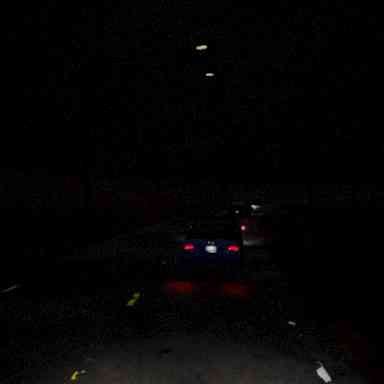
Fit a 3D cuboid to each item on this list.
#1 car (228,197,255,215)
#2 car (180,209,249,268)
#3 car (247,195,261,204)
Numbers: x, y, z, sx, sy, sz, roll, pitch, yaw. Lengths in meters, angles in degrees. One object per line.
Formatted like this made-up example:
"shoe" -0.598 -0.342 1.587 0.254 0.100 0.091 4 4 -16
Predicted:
"car" 4.419 1.461 30.261 1.812 1.442 4.674 1 0 15
"car" 0.802 1.535 11.254 2.033 1.411 5.357 0 0 7
"car" 9.731 1.258 53.625 1.882 1.535 5.008 1 1 26
